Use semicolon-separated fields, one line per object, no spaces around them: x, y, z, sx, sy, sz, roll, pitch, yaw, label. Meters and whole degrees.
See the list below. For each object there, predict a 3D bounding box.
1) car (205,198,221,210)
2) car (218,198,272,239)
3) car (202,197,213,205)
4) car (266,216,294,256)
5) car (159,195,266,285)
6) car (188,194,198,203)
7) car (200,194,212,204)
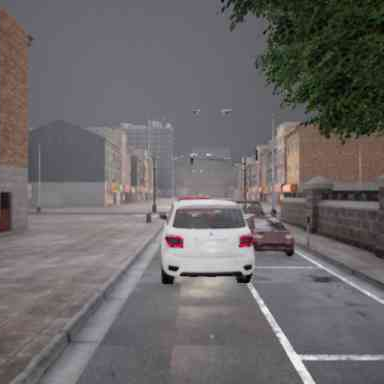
2.749;1.565;44.649;1.887;1.381;4.507;1;0;0;car
2.690;1.310;18.219;2.192;1.841;5.009;1;0;0;car
2.788;1.597;60.961;1.887;1.381;4.507;1;0;0;car
2.674;1.577;12.770;1.802;1.307;4.206;1;0;0;car
0.239;1.217;9.659;2.150;2.045;5.566;0;0;-4;car
0.176;1.442;74.017;2.097;1.767;4.553;0;0;0;car
2.803;1.381;66.399;2.192;1.841;5.009;1;0;0;car
